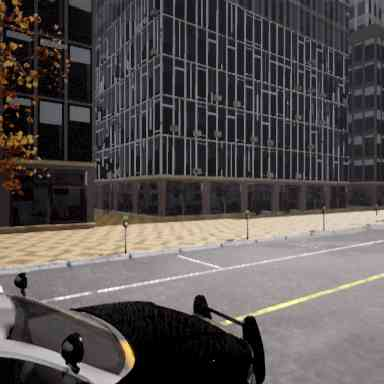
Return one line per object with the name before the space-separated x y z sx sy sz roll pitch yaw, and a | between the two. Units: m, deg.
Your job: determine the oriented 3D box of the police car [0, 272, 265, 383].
police car | -1.616 1.419 2.281 5.238 1.638 1.930 0 0 -36
